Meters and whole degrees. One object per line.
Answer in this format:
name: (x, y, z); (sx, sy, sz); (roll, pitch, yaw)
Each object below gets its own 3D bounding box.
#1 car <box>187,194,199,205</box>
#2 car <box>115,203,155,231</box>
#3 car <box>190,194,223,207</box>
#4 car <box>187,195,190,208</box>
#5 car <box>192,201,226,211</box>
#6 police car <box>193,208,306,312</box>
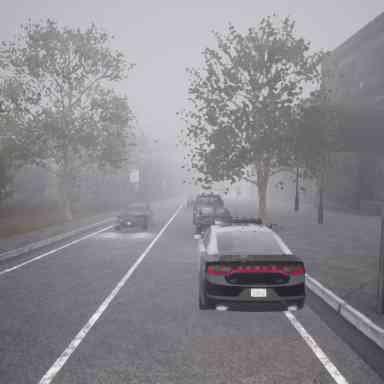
car: (0.211, 1.242, 58.135); (2.097, 1.767, 4.553); (0, 0, 1)
car: (-3.426, 1.466, 20.556); (1.837, 1.490, 4.892); (0, 0, 0)
car: (1.134, 1.178, 23.917); (2.150, 2.045, 5.566); (0, 0, 0)
car: (0.246, 1.513, 45.883); (1.895, 1.301, 4.718); (0, 0, 0)
car: (1.113, 1.444, 17.866); (1.882, 1.535, 5.008); (0, 0, 0)
police car: (1.079, 1.410, 7.927); (1.930, 1.638, 5.238); (0, 0, 0)
